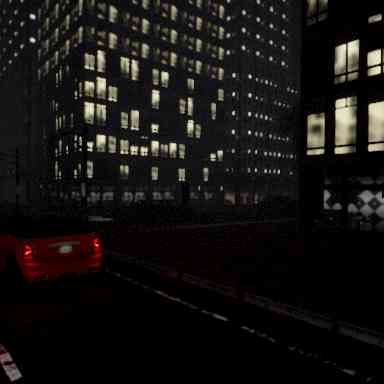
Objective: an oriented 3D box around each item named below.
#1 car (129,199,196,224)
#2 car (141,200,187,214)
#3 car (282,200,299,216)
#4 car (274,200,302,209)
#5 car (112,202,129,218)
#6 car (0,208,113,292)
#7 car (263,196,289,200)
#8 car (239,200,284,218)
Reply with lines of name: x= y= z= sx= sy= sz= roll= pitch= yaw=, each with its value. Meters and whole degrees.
car: x=-2.062 y=1.511 z=26.761 sx=5.009 sy=1.841 sz=2.192 roll=1 pitch=0 yaw=-39
car: x=-3.039 y=1.631 z=36.720 sx=4.829 sy=1.417 sz=1.752 roll=1 pitch=0 yaw=-39
car: x=11.138 y=1.923 z=37.344 sx=4.206 sy=1.307 sz=1.802 roll=1 pitch=0 yaw=-39
car: x=14.691 y=1.864 z=50.930 sx=4.313 sy=1.339 sz=1.947 roll=1 pitch=0 yaw=-39
car: x=-5.648 y=1.628 z=31.308 sx=4.674 sy=1.442 sz=1.812 roll=0 pitch=1 yaw=-37
car: x=-4.273 y=1.343 z=9.305 sx=2.097 sy=1.767 sz=4.553 roll=0 pitch=0 yaw=-40
car: x=10.951 y=1.505 z=44.587 sx=5.566 sy=2.045 sz=2.150 roll=1 pitch=1 yaw=-39
car: x=6.870 y=1.820 z=33.922 sx=4.829 sy=1.417 sz=1.752 roll=1 pitch=0 yaw=-39
